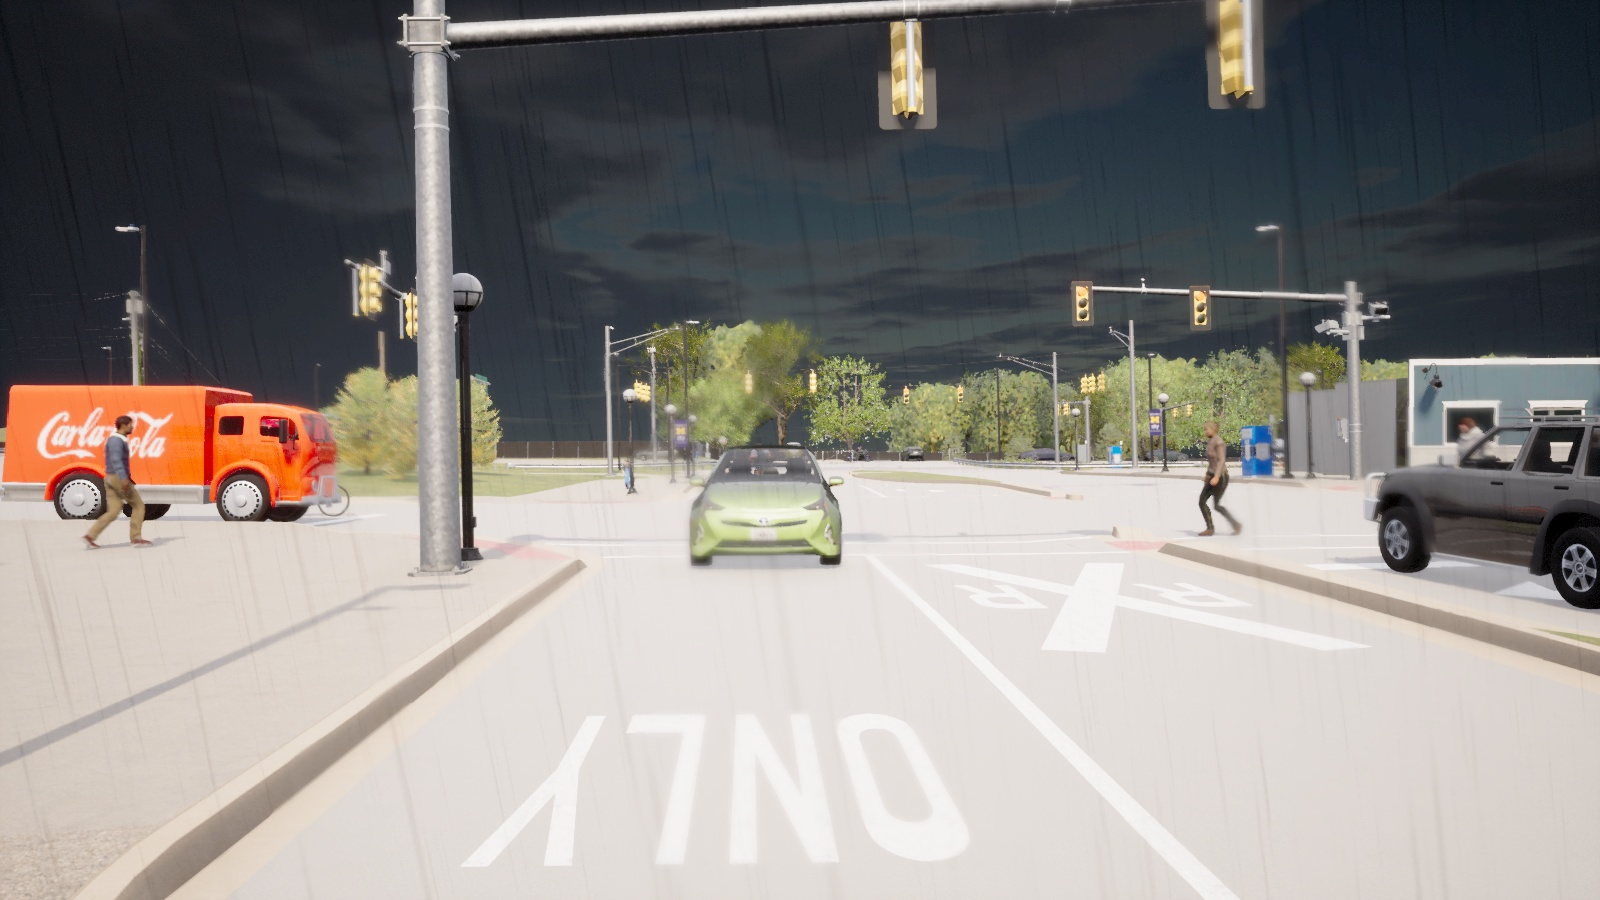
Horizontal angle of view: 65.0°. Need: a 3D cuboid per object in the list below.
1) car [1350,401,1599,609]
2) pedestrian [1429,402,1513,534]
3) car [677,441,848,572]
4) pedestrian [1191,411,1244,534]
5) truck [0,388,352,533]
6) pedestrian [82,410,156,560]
[{"bbox_3d":[7.886,0.437,13.016,1.932,1.855,4.605,-1,1,-7],"label":"car"},{"bbox_3d":[10.221,0.279,19.153,0.873,1.952,0.659,-2,-1,4],"label":"pedestrian"},{"bbox_3d":[-0.439,0.657,17.113,2.007,1.525,4.514,-1,0,0],"label":"car"},{"bbox_3d":[6.383,0.339,19.227,0.634,1.846,0.331,-2,-1,0],"label":"pedestrian"},{"bbox_3d":[-11.175,0.198,22.732,5.204,2.467,2.627,0,-1,-2],"label":"truck"},{"bbox_3d":[-9.089,0.453,16.763,0.788,1.949,0.423,-1,-1,-32],"label":"pedestrian"}]
